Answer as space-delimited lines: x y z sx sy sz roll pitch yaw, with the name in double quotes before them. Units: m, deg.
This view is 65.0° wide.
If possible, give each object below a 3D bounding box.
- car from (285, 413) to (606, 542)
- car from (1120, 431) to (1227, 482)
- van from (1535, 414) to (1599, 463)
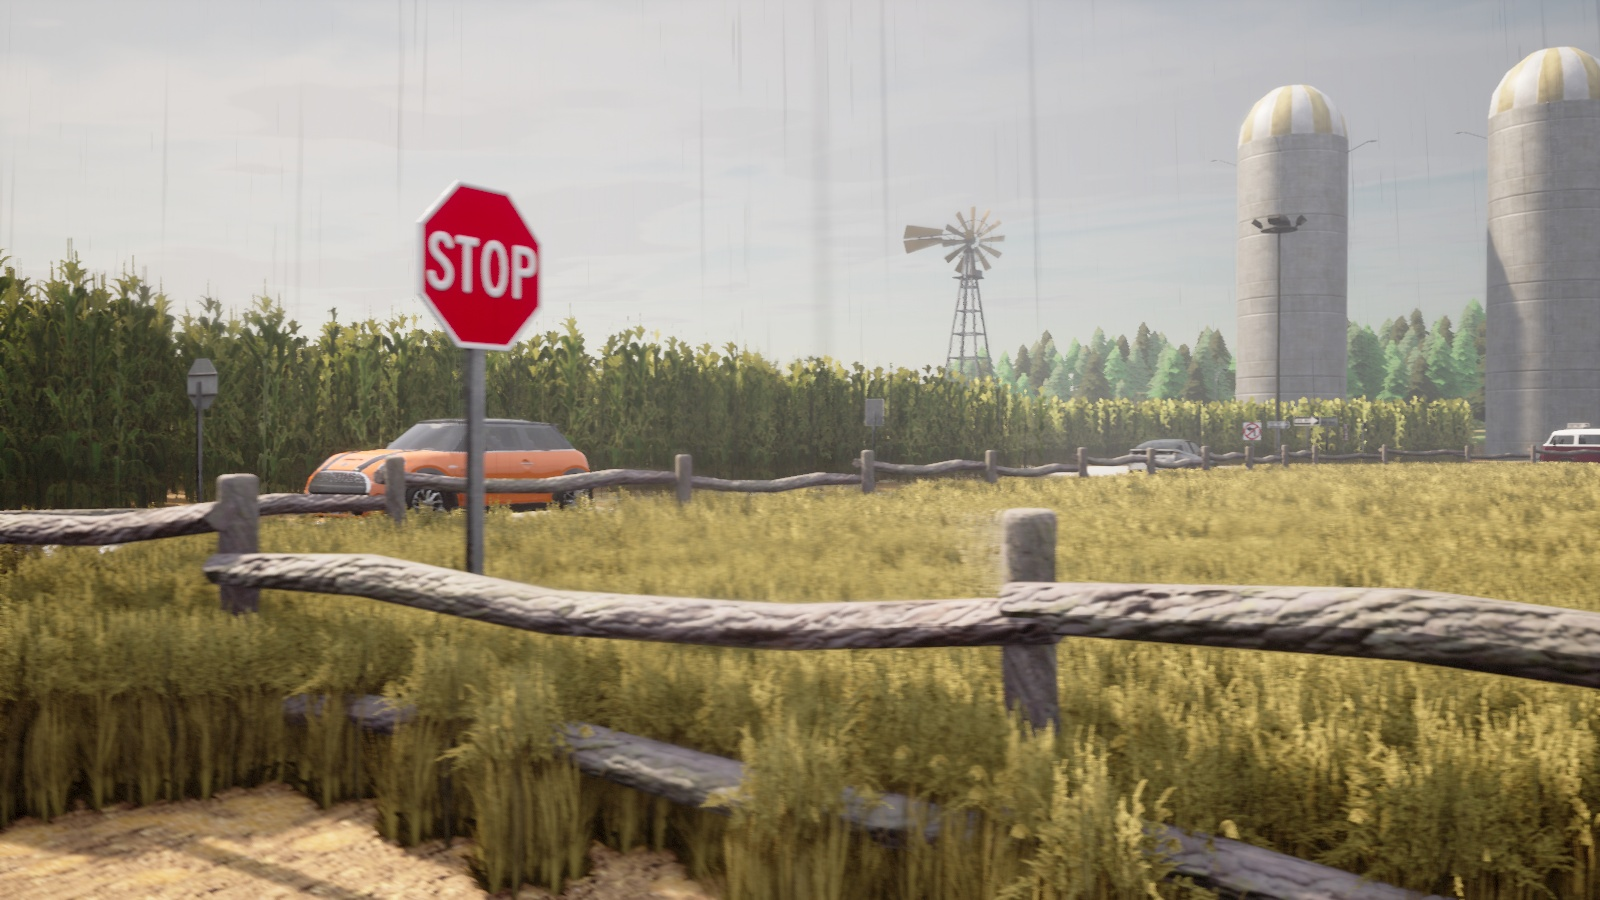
"car" -5.389 0.376 19.684 2.097 1.767 4.553 0 0 34
"car" 11.930 0.164 39.946 2.007 1.525 4.514 0 1 34
"van" 34.351 -0.518 53.935 4.480 2.038 2.069 0 2 41
